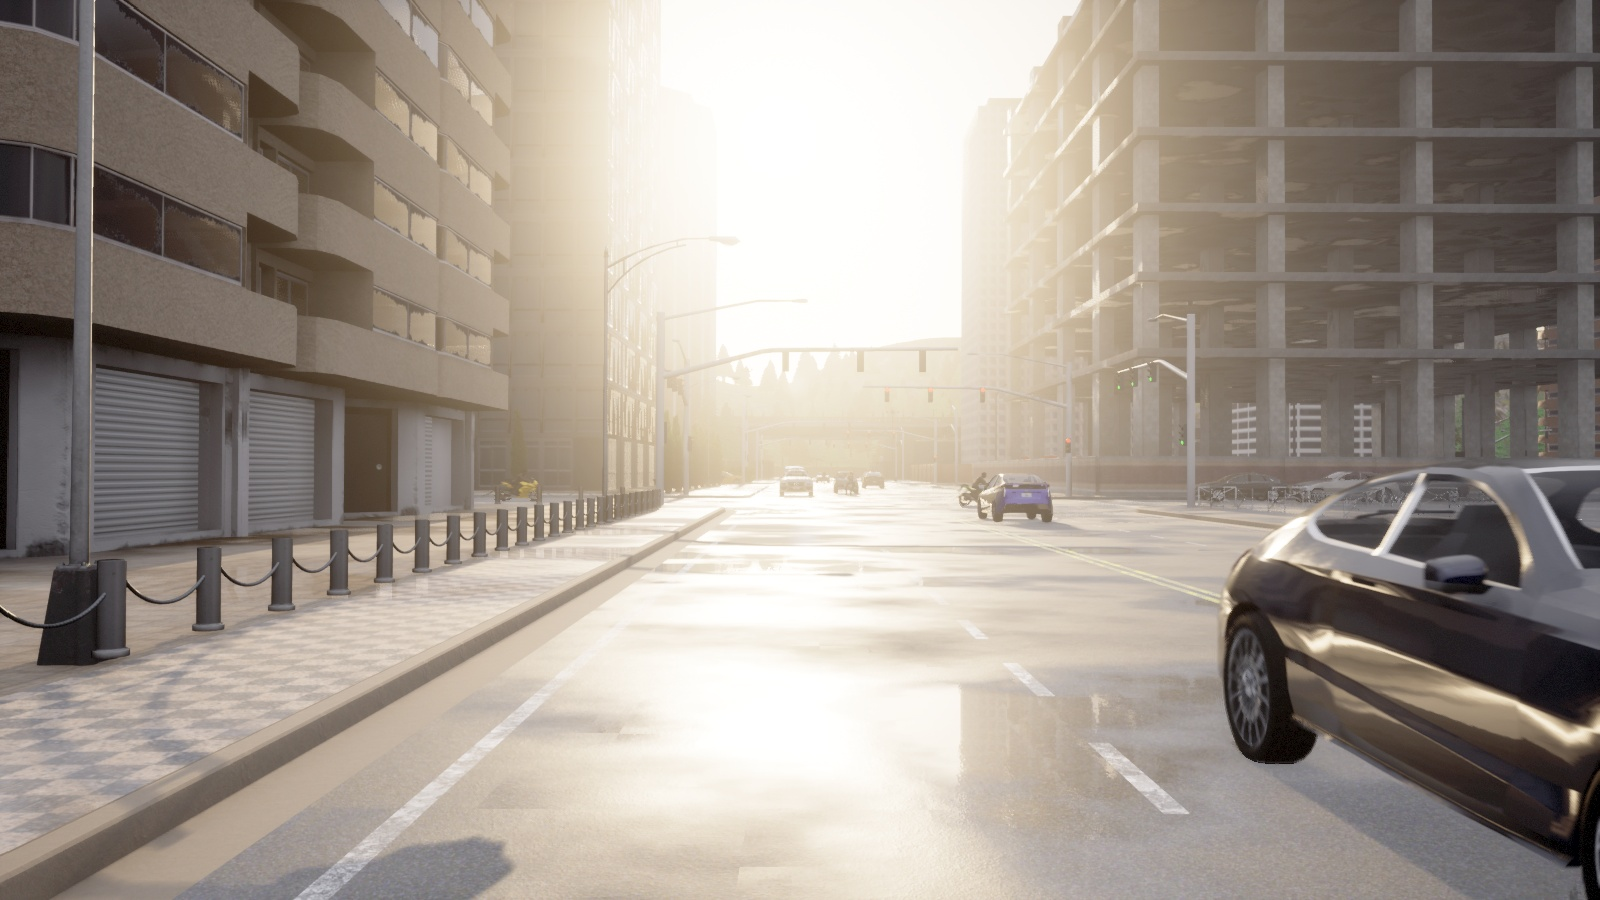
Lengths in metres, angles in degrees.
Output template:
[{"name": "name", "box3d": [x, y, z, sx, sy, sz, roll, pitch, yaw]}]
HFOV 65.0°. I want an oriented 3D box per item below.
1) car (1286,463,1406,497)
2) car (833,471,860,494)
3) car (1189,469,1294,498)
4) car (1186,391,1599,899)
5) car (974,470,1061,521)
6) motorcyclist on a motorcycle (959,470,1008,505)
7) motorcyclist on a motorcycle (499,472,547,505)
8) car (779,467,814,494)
[{"name": "car", "box3d": [27.222, 1.480, 62.726, 5.027, 1.651, 2.152, 0, -1, 0]}, {"name": "car", "box3d": [3.265, 2.267, 88.743, 1.789, 1.549, 3.705, 0, -1, 0]}, {"name": "car", "box3d": [23.227, 1.780, 66.199, 4.892, 1.490, 1.837, 0, -1, 0]}, {"name": "car", "box3d": [3.485, 0.668, 5.271, 2.152, 1.651, 5.027, 0, -1, 0]}, {"name": "car", "box3d": [6.893, 1.409, 40.286, 2.007, 1.525, 4.514, 0, -1, 0]}, {"name": "motorcyclist on a motorcycle", "box3d": [8.100, 1.666, 55.523, 2.044, 1.523, 0.797, 0, -1, -1]}, {"name": "motorcyclist on a motorcycle", "box3d": [-12.929, 1.776, 58.657, 2.044, 1.523, 0.797, 0, -1, -2]}, {"name": "car", "box3d": [-0.211, 1.928, 79.617, 2.152, 1.651, 5.027, 0, -1, 0]}]
